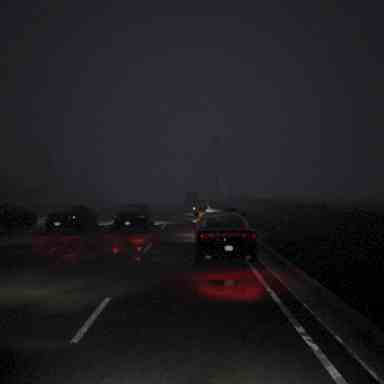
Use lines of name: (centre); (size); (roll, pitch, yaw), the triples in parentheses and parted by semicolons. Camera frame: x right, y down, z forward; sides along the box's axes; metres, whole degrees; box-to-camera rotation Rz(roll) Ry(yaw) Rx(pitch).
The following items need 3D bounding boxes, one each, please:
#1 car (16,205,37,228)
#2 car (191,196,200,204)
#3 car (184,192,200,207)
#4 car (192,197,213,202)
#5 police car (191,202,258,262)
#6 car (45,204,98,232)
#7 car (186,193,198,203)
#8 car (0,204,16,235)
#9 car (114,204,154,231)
car: (-10.398, 1.416, 18.384); (2.128, 1.511, 4.902); (0, 0, 0)
car: (1.052, 1.391, 27.916); (1.837, 1.490, 4.892); (0, 0, 0)
car: (0.004, 1.027, 47.601); (2.150, 2.045, 5.566); (0, 0, 0)
car: (1.051, 1.365, 22.106); (1.801, 1.575, 5.366); (0, 0, 0)
police car: (1.051, 1.376, 12.026); (1.930, 1.638, 5.238); (0, 0, 0)
car: (-6.898, 1.446, 19.360); (1.812, 1.442, 4.674); (0, 0, 0)
car: (0.005, 1.097, 62.489); (2.097, 1.767, 4.553); (0, 0, 0)
car: (-3.399, 1.215, 1.550); (2.150, 2.045, 5.566); (0, 0, 0)
car: (-3.398, 1.444, 19.842); (1.812, 1.442, 4.674); (0, 0, 0)
